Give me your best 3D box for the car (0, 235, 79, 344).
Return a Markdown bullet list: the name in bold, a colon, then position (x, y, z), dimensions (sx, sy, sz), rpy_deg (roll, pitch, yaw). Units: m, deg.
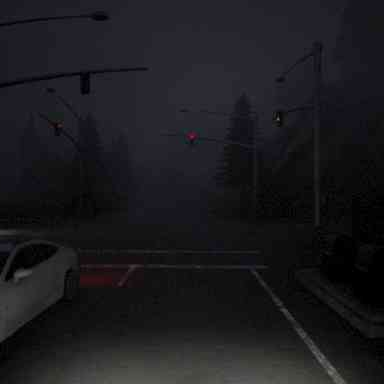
- **car**: position (-3.391, 1.526, 5.513), dimensions (1.812, 1.442, 4.674), rpy_deg (0, 0, 2)
